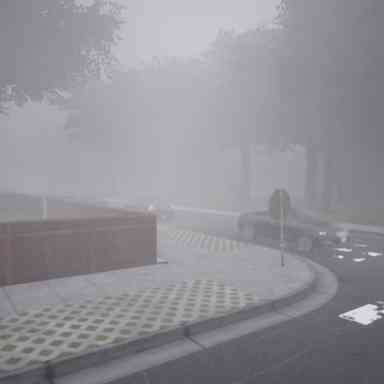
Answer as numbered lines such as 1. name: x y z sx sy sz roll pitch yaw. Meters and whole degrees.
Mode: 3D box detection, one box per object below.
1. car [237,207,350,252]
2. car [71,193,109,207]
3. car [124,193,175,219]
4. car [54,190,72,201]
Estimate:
1. car: 3.957 1.382 13.764 2.128 1.511 4.902 -2 2 -35
2. car: -10.228 0.907 33.852 2.033 1.411 5.357 -2 3 -35
3. car: -3.098 0.998 23.746 2.097 1.767 4.553 -2 2 -35
4. car: -16.210 0.513 42.384 1.882 1.535 5.008 -2 3 -35
